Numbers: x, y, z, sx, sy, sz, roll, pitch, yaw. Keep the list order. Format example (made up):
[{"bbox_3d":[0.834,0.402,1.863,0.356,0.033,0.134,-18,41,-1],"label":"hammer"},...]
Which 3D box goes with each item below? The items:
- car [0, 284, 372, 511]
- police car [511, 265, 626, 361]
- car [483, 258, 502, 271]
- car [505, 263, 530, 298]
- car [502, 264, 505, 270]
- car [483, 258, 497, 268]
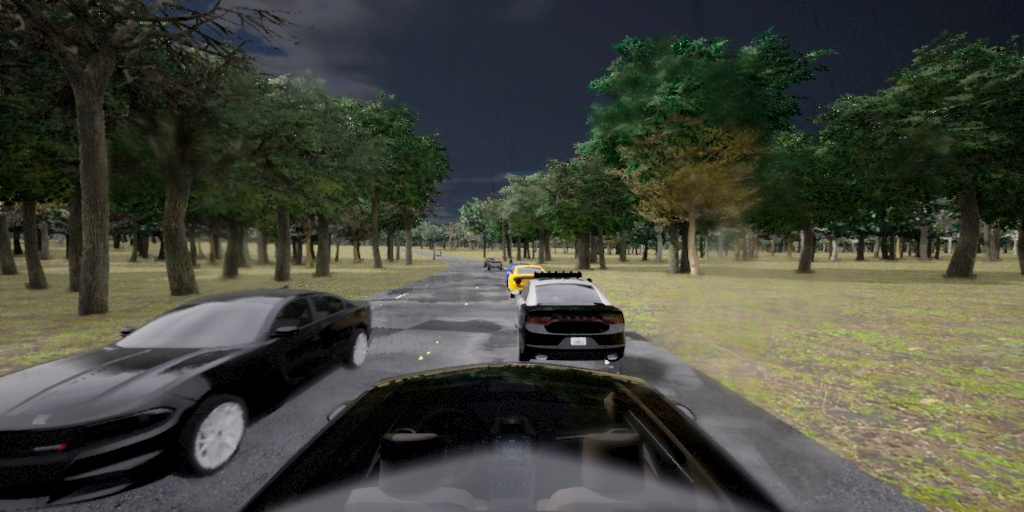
[{"bbox_3d":[-3.623,1.227,4.932,1.882,1.535,5.008,0,0,0],"label":"car"},{"bbox_3d":[1.042,1.171,8.368,1.930,1.638,5.238,0,0,-1],"label":"police car"},{"bbox_3d":[-2.291,1.130,47.483,2.128,1.511,4.902,0,0,-6],"label":"car"},{"bbox_3d":[0.799,1.207,18.324,1.882,1.535,5.008,0,0,-2],"label":"car"},{"bbox_3d":[0.535,1.192,24.360,1.882,1.535,5.008,0,0,-3],"label":"car"},{"bbox_3d":[-3.636,1.088,58.196,1.837,1.490,4.892,0,0,-8],"label":"car"}]
